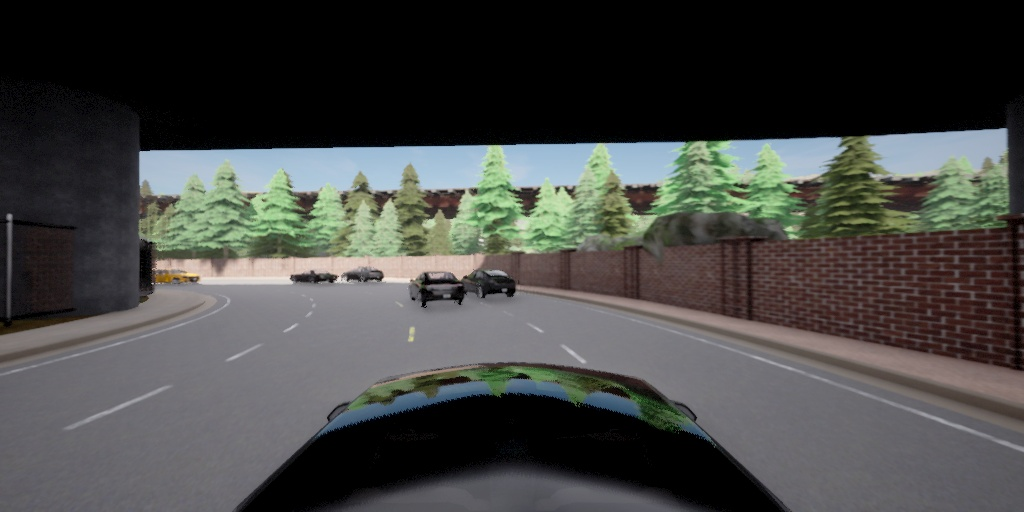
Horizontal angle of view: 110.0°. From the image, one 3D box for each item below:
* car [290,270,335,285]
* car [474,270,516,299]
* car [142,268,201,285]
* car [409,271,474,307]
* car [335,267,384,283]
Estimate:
[{"bbox_3d":[-18.201,1.907,32.831,4.718,1.301,1.895,-1,-1,30],"label":"car"},{"bbox_3d":[-1.485,1.519,20.315,1.837,1.490,4.892,1,-1,-27],"label":"car"},{"bbox_3d":[-31.733,1.891,33.408,5.008,1.535,1.882,-1,-1,7],"label":"car"},{"bbox_3d":[-3.678,1.476,16.998,2.128,1.511,4.902,0,-1,-24],"label":"car"},{"bbox_3d":[-14.335,1.791,34.389,4.902,1.511,2.128,-1,-1,34],"label":"car"}]
